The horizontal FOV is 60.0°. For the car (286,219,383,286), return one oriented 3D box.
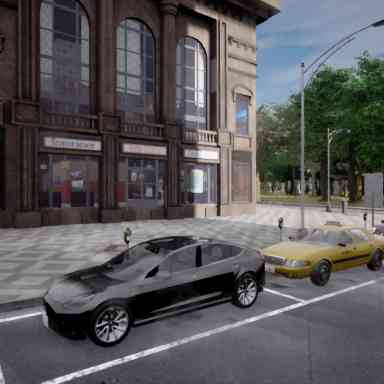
[{"bbox_3d":[3.829,1.526,9.384,4.829,1.417,1.752,0,0,-36],"label":"car"}]

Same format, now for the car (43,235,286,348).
[{"bbox_3d":[-0.459,1.566,6.324,4.313,1.339,1.947,0,0,-36],"label":"car"}]
